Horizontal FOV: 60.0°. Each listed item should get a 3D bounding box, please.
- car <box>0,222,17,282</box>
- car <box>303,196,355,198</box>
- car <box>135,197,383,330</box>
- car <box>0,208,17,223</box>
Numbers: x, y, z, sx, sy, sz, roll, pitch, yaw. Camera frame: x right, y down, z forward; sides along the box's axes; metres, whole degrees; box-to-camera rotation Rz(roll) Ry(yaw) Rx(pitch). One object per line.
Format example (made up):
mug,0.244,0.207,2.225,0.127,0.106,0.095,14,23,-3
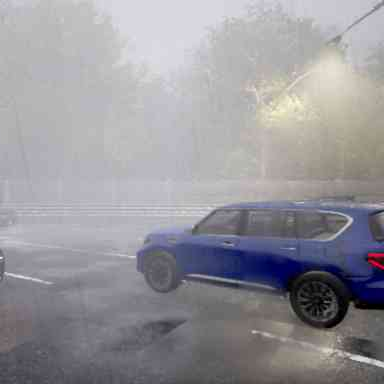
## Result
car,-6.353,1.494,7.704,4.892,1.490,1.837,0,0,30
car,5.916,1.257,17.405,5.566,2.045,2.150,-2,0,-1
car,1.339,1.198,7.093,5.566,2.045,2.150,0,0,34
car,-12.210,1.466,18.270,4.902,1.511,2.128,0,0,7
